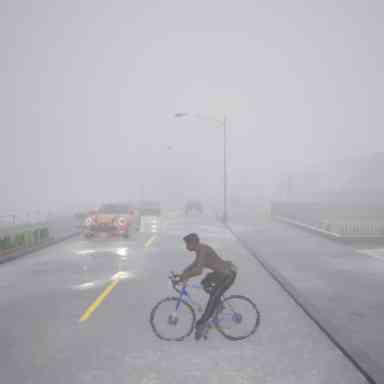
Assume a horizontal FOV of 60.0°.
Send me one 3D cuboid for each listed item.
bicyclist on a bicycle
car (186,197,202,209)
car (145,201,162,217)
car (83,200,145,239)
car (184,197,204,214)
[{"bbox_3d":[0.179,1.439,4.980,1.656,1.620,0.582,-2,0,0],"label":"bicyclist on a bicycle"},{"bbox_3d":[0.249,1.485,46.075,2.128,1.511,4.902,0,0,1],"label":"car"},{"bbox_3d":[-3.916,1.559,31.157,1.994,1.385,4.181,0,0,0],"label":"car"},{"bbox_3d":[-3.988,1.348,17.279,2.097,1.767,4.553,0,0,1],"label":"car"},{"bbox_3d":[0.223,1.500,35.342,1.837,1.490,4.892,0,0,0],"label":"car"}]
